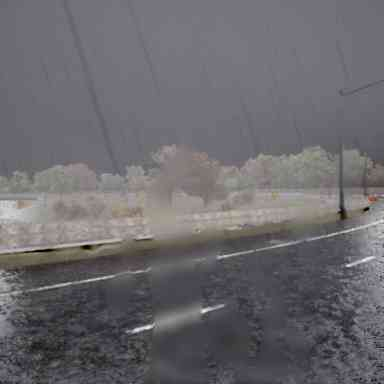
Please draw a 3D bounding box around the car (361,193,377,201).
[{"bbox_3d":[38.200,1.094,71.965,2.097,1.767,4.553,0,0,10],"label":"car"}]
